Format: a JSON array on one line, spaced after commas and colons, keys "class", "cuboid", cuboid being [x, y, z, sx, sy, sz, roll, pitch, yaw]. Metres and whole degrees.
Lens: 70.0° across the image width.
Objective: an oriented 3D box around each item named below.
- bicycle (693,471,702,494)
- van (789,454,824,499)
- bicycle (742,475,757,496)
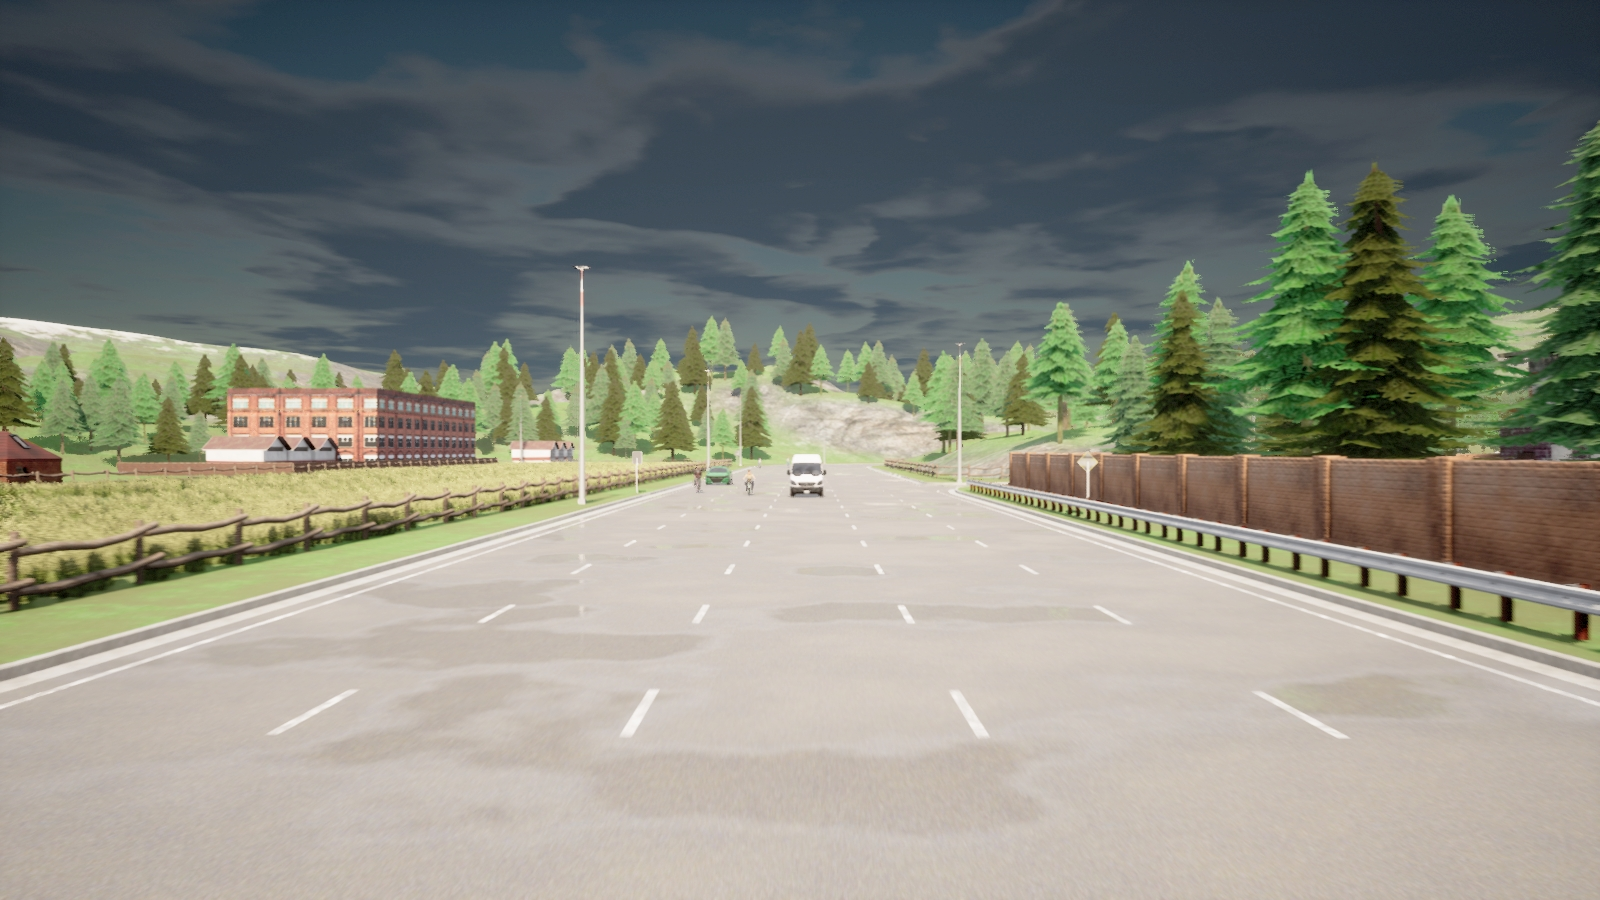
[{"class": "bicycle", "cuboid": [-6.536, 2.060, 72.885, 0.329, 1.471, 1.835, 0, 0, 1]}, {"class": "van", "cuboid": [0.410, 1.534, 68.334, 1.988, 2.561, 5.915, 0, 0, 0]}, {"class": "bicycle", "cuboid": [-3.084, 2.157, 69.515, 0.859, 1.276, 1.487, 0, 0, 1]}]
